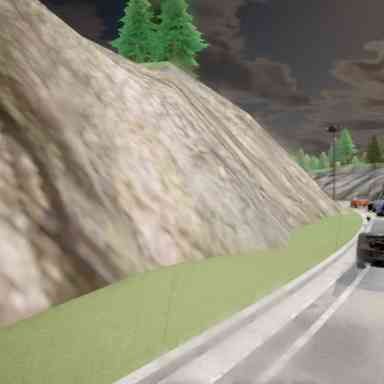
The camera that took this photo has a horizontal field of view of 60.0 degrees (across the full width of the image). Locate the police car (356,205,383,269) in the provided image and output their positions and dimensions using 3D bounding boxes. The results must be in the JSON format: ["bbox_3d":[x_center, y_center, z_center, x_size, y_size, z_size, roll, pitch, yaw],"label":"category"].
[{"bbox_3d":[6.565,1.451,10.631,1.930,1.638,5.238,0,0,34],"label":"police car"}]

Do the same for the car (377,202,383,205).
[{"bbox_3d":[11.409,1.551,18.402,1.837,1.490,4.892,0,0,30],"label":"car"}]

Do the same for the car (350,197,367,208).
[{"bbox_3d":[25.506,1.462,50.515,2.097,1.767,4.553,0,0,15],"label":"car"}]

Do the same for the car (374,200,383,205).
[{"bbox_3d":[14.067,1.535,23.287,1.882,1.535,5.008,0,0,27],"label":"car"}]

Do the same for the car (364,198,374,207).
[{"bbox_3d":[22.092,1.655,39.204,1.994,1.385,4.181,0,0,18],"label":"car"}]
